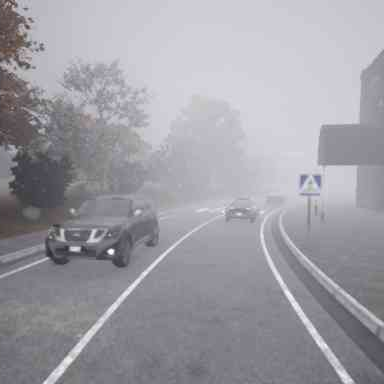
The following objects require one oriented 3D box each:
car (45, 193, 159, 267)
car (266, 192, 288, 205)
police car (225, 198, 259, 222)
[{"bbox_3d":[-2.668,1.093,11.410,2.150,2.045,5.566,1,1,8],"label":"car"},{"bbox_3d":[10.508,0.758,40.975,1.882,1.535,5.008,2,2,26],"label":"car"},{"bbox_3d":[3.696,1.210,23.764,2.038,1.542,4.974,2,2,15],"label":"police car"}]
